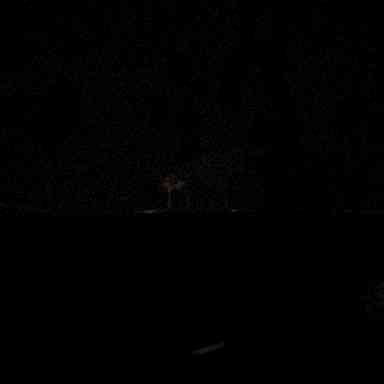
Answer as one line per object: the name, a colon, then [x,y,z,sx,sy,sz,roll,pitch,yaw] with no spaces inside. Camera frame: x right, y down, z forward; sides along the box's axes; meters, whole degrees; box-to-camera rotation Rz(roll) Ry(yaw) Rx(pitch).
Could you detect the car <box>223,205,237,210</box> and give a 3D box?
car: [10.255,4.244,89.279,1.994,1.385,4.181,0,-3,-36]
